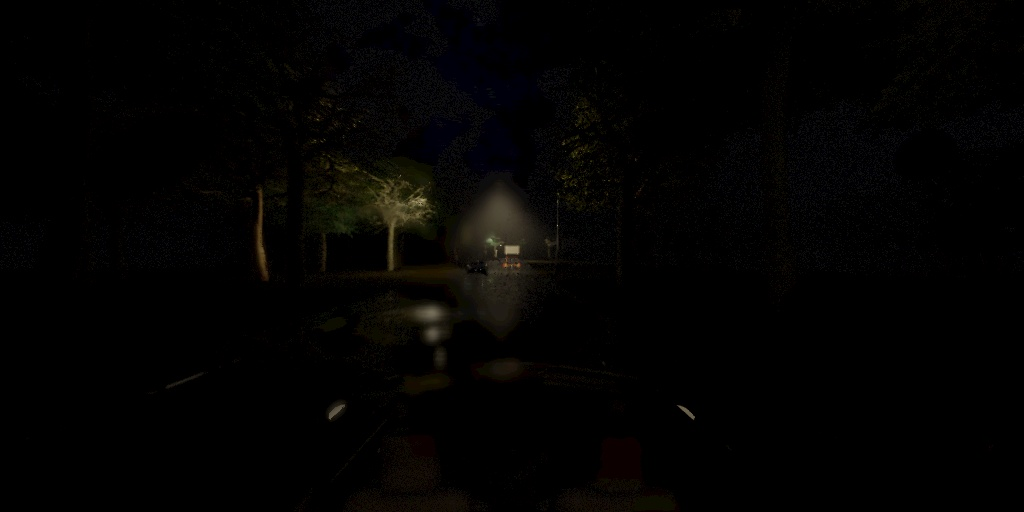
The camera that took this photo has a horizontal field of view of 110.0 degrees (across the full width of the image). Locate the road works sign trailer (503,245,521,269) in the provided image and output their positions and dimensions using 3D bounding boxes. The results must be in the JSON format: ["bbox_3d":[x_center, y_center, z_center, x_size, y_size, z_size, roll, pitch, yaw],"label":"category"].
[{"bbox_3d":[0.020,0.120,54.584,2.380,3.560,2.880,0,0,0],"label":"road works sign trailer"}]

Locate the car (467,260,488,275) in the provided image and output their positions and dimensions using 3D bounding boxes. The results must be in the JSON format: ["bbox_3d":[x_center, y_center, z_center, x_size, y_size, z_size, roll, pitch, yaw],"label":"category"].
[{"bbox_3d":[-3.551,1.228,37.847,1.837,1.490,4.892,0,0,0],"label":"car"}]
